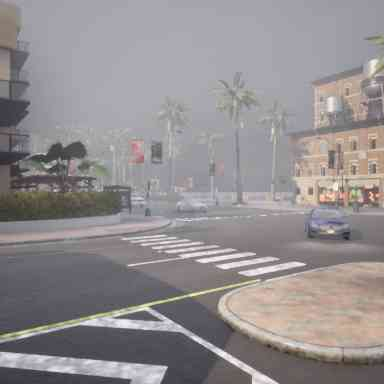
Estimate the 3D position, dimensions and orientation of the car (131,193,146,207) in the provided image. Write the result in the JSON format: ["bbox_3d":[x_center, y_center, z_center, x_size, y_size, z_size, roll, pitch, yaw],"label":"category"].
[{"bbox_3d":[-9.051,1.223,50.072,2.150,2.045,5.566,0,0,-35],"label":"car"}]

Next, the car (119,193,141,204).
[{"bbox_3d":[-12.658,1.221,67.386,2.150,2.045,5.566,0,0,-38],"label":"car"}]

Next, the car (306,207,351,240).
[{"bbox_3d":[6.898,1.526,17.165,1.812,1.442,4.674,1,0,17],"label":"car"}]

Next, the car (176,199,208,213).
[{"bbox_3d":[-0.113,1.526,37.338,1.812,1.442,4.674,0,0,-35],"label":"car"}]
